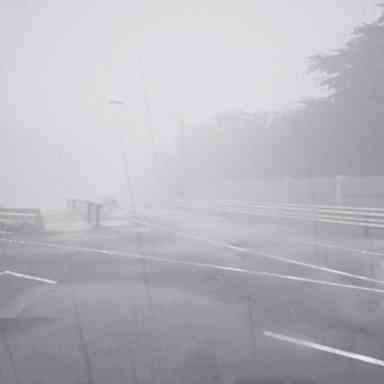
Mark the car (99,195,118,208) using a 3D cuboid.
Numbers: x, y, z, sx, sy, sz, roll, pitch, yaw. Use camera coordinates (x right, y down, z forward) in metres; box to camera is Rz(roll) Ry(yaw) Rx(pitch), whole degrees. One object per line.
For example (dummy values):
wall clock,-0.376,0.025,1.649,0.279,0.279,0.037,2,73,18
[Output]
car,-11.463,1.287,45.393,2.097,1.767,4.553,0,-1,-22
